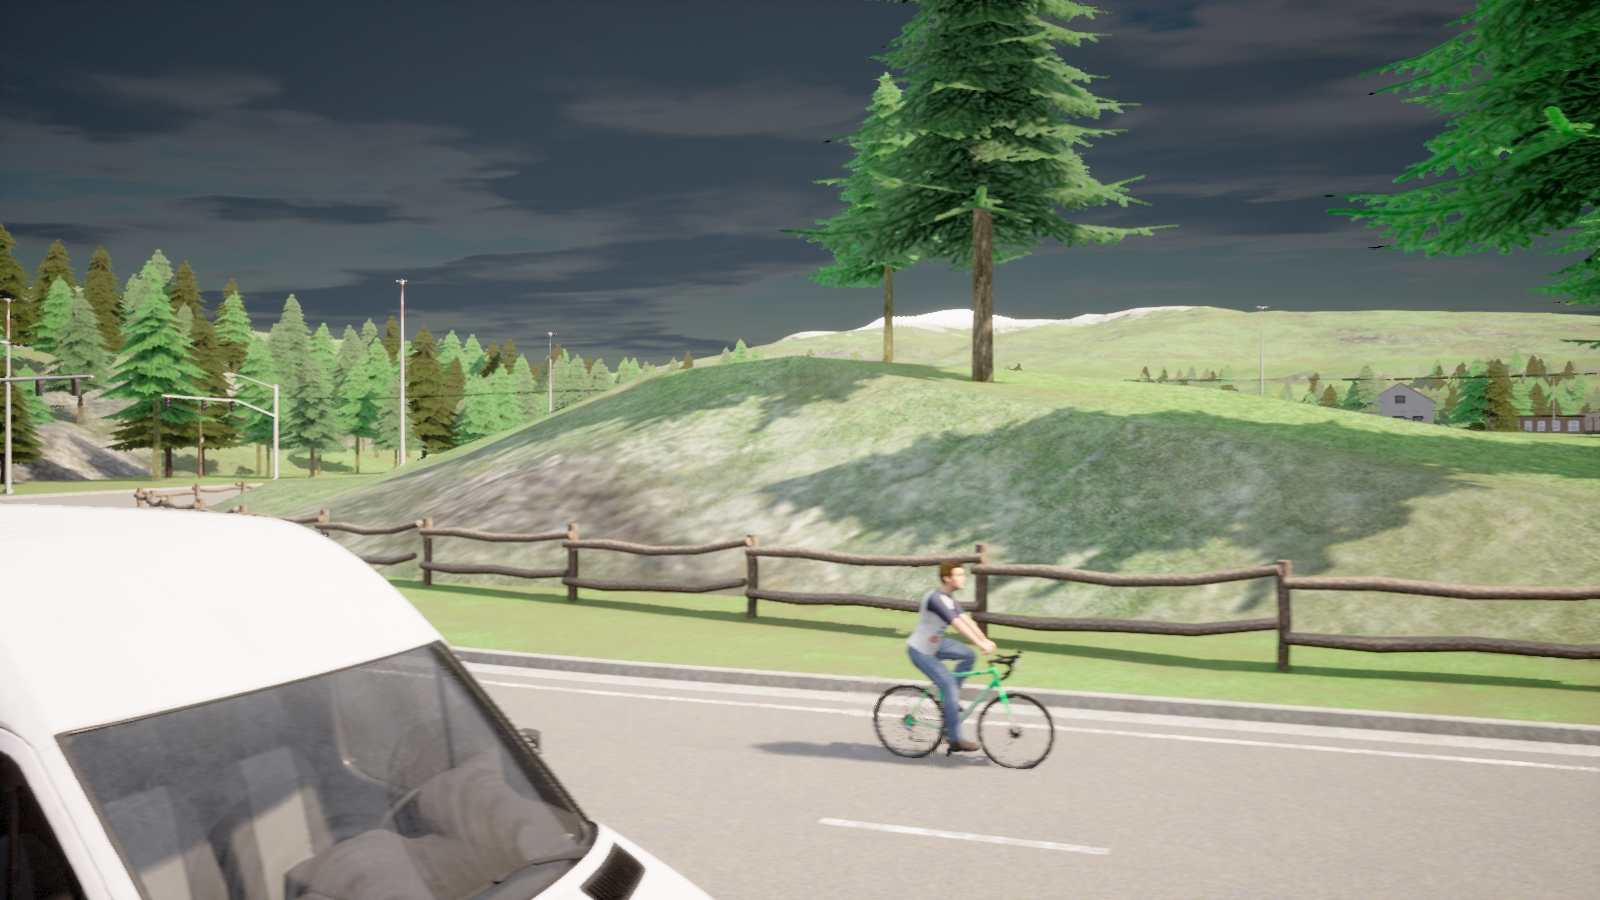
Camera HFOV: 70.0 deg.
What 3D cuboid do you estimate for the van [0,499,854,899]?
[{"bbox_3d":[-2.919,1.531,4.280,5.915,2.561,1.988,0,0,20],"label":"van"}]

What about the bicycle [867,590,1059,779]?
[{"bbox_3d":[1.443,2.054,10.196,1.643,1.496,0.373,0,0,20],"label":"bicycle"}]
